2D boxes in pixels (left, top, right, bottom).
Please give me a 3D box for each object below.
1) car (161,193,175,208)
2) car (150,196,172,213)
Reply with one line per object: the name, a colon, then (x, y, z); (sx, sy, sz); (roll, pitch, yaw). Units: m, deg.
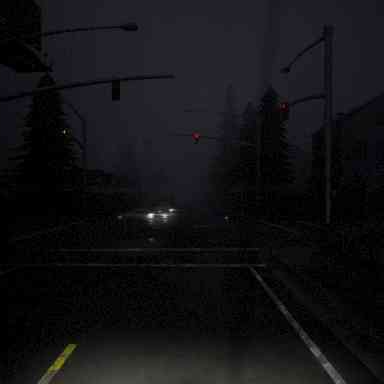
car: (-3.589, 1.221, 47.894); (2.150, 2.045, 5.566); (0, 0, 1)
car: (-3.600, 1.505, 37.429); (1.837, 1.490, 4.892); (0, 0, 0)
